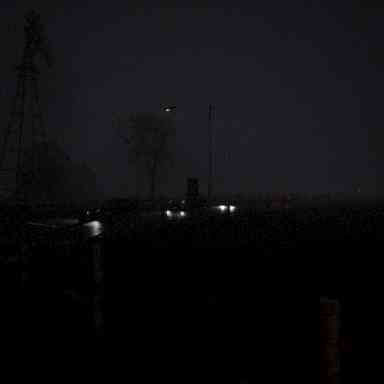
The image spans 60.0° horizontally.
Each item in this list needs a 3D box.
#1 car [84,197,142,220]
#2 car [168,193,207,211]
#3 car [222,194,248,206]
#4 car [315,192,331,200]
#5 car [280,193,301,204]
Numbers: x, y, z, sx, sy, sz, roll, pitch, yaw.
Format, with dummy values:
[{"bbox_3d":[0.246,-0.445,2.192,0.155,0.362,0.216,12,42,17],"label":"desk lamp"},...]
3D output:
[{"bbox_3d":[-5.992,1.204,25.663,1.837,1.490,4.892,1,2,35],"label":"car"},{"bbox_3d":[-0.350,0.922,33.614,2.097,1.767,4.553,1,2,35],"label":"car"},{"bbox_3d":[5.424,1.003,41.760,1.994,1.385,4.181,1,2,35],"label":"car"},{"bbox_3d":[24.707,0.708,62.577,1.994,1.385,4.181,1,1,36],"label":"car"},{"bbox_3d":[14.086,0.907,47.590,1.812,1.442,4.674,1,1,35],"label":"car"}]
